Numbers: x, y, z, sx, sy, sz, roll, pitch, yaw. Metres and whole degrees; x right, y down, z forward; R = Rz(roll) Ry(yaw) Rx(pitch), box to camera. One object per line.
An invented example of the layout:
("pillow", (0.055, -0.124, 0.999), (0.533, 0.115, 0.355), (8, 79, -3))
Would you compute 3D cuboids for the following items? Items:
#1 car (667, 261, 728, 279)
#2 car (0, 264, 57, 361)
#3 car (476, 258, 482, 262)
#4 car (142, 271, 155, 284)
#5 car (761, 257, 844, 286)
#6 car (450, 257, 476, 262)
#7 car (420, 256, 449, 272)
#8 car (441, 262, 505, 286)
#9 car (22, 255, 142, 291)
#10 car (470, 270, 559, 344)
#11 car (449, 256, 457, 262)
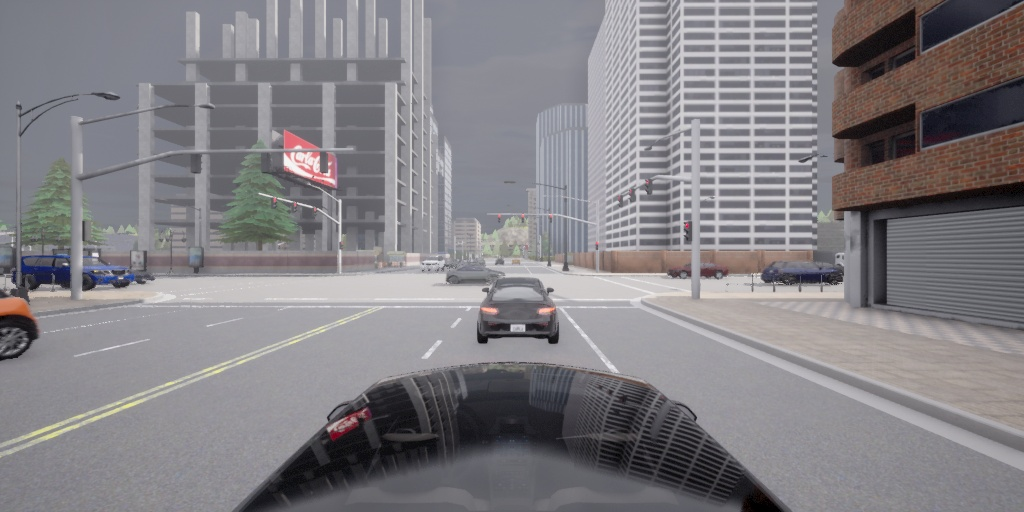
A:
("car", (16.456, 1.228, 31.896), (5.008, 1.535, 1.882), (0, 0, 0))
("car", (-10.617, 1.102, 5.221), (2.097, 1.767, 4.553), (0, 0, 0))
("car", (-6.453, 1.314, 58.511), (1.994, 1.385, 4.181), (0, 0, 0))
("car", (-28.290, 1.297, 24.977), (5.357, 1.411, 2.033), (0, 0, 0))
("car", (19.947, 1.102, 24.674), (4.553, 1.767, 2.097), (0, 0, 0))
("car", (-6.572, 1.241, 48.541), (2.128, 1.511, 4.902), (0, 0, 1))
("car", (-10.091, 0.971, 46.185), (2.150, 2.045, 5.566), (0, 0, 1))
("car", (-2.487, 1.314, 24.816), (4.181, 1.385, 1.994), (0, 0, 0))
("car", (-26.159, 0.971, 21.468), (5.566, 2.045, 2.150), (0, 0, 1))
("car", (0.156, 1.276, 9.472), (1.812, 1.442, 4.674), (0, 0, 1))
("car", (-9.978, 1.102, 55.655), (2.097, 1.767, 4.553), (0, 0, 1))
